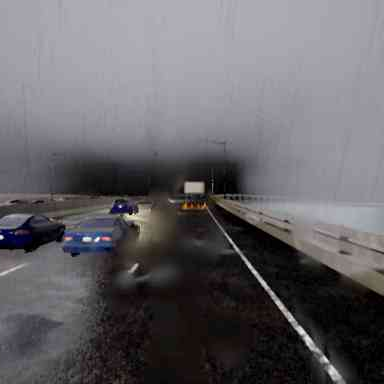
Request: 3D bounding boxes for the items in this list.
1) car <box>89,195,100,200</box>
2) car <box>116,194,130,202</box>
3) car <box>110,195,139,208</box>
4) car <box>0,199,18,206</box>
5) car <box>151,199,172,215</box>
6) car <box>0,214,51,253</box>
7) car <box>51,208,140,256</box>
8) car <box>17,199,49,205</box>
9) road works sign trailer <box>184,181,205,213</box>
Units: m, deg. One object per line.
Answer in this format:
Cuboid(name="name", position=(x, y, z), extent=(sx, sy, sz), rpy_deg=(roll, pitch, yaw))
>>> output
Cuboid(name="car", position=(-23.350, 1.520, 79.181), extent=(1.882, 1.535, 5.008), rpy_deg=(0, 0, 2))
Cuboid(name="car", position=(-16.352, 1.395, 79.010), extent=(2.097, 1.767, 4.553), rpy_deg=(0, 0, 2))
Cuboid(name="car", position=(-6.683, 1.404, 33.268), extent=(2.097, 1.767, 4.553), rpy_deg=(0, 0, 1))
Cuboid(name="car", position=(-20.789, 1.539, 39.382), extent=(1.882, 1.535, 5.008), rpy_deg=(0, 0, 1))
Cuboid(name="car", position=(-3.158, 1.532, 35.287), extent=(1.882, 1.535, 5.008), rpy_deg=(0, 0, 1))
Cuboid(name="car", position=(-6.855, 1.586, 13.857), extent=(1.994, 1.385, 4.181), rpy_deg=(0, 0, 0))
Cuboid(name="car", position=(-3.362, 1.569, 13.212), extent=(2.033, 1.411, 5.357), rpy_deg=(0, 0, 0))
Cuboid(name="car", position=(-17.317, 1.584, 37.567), extent=(1.812, 1.442, 4.674), rpy_deg=(0, 0, 1))
Cuboid(name="road works sign trailer", position=(0.276, 0.523, 38.425), extent=(2.380, 3.560, 2.880), rpy_deg=(0, 0, 1))
